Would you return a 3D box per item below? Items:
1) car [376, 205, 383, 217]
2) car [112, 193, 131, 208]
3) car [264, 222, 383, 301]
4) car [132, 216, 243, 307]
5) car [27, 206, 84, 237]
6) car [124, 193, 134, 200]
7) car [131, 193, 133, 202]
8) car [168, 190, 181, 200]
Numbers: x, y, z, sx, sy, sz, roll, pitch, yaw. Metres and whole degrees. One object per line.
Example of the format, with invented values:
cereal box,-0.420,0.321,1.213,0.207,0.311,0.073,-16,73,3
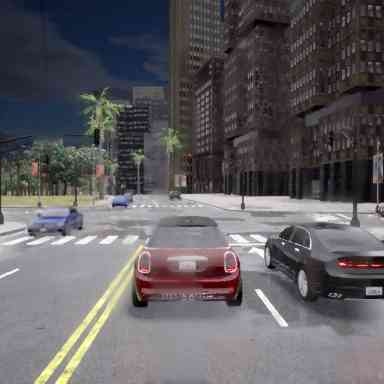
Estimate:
car,17.459,1.294,26.845,4.553,1.767,2.097,0,0,13
car,-9.452,1.258,43.915,1.882,1.535,5.008,0,1,-7
car,3.159,1.504,8.302,1.837,1.490,4.892,0,0,-1
car,-0.130,1.352,8.146,2.097,1.767,4.553,0,0,-1
car,-7.173,1.524,18.049,1.812,1.442,4.674,0,0,-3
car,-14.288,0.912,74.873,2.128,1.511,4.902,0,1,-11
car,-11.622,1.148,59.627,1.994,1.385,4.181,0,1,-9
car,-3.854,0.658,72.499,2.150,2.045,5.566,0,1,-11
